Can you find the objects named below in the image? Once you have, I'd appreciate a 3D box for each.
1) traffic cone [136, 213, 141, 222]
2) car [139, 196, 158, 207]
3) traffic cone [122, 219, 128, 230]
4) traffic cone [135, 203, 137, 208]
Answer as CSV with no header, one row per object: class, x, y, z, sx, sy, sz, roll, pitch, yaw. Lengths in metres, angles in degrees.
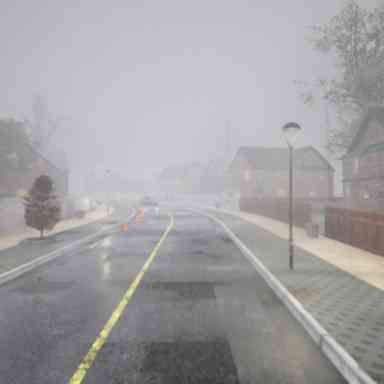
traffic cone,-3.909,1.854,24.184,0.340,0.580,0.340,0,0,-2
car,-6.066,1.293,46.298,1.837,1.490,4.892,1,0,-20
traffic cone,-3.843,1.876,19.290,0.340,0.580,0.340,0,0,0
traffic cone,-7.212,1.753,43.204,0.340,0.580,0.340,0,0,-17
